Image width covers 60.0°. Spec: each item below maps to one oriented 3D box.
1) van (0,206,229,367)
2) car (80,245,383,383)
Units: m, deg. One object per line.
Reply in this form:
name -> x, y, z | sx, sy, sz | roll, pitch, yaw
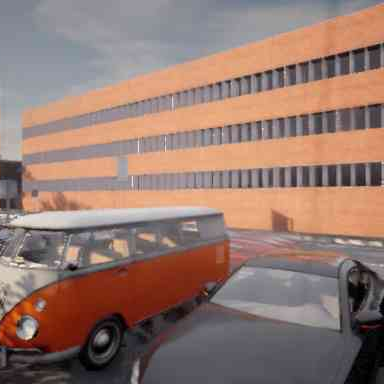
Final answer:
van -> -1.113, 1.270, 5.636 | 1.878, 1.987, 4.442 | 0, 0, 35
car -> 1.260, 1.525, 4.096 | 2.002, 1.452, 4.674 | 0, 0, 35
